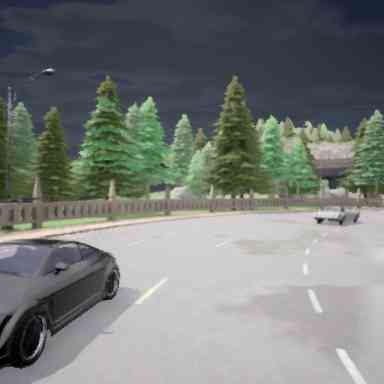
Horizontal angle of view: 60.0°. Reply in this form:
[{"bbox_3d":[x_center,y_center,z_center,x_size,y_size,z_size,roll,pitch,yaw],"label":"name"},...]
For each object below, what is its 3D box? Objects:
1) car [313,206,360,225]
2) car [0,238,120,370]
[{"bbox_3d":[10.949,1.683,24.983,1.895,1.301,4.718,1,0,44],"label":"car"},{"bbox_3d":[-2.804,1.532,5.687,1.994,1.385,4.181,1,0,10],"label":"car"}]
